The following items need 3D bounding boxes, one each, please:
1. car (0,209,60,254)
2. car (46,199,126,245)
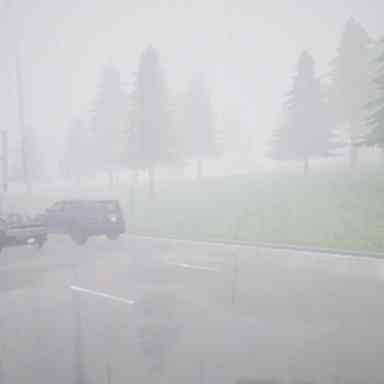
[{"bbox_3d":[-7.984,1.629,13.857,4.902,1.511,2.128,-1,0,36],"label":"car"},{"bbox_3d":[-5.722,1.350,16.540,5.566,2.045,2.150,-1,0,35],"label":"car"}]
